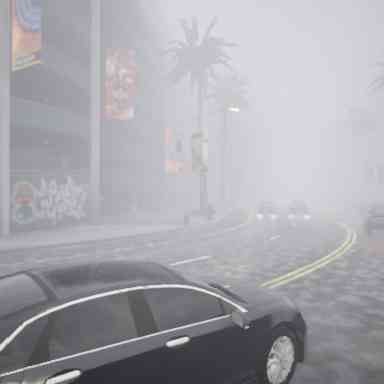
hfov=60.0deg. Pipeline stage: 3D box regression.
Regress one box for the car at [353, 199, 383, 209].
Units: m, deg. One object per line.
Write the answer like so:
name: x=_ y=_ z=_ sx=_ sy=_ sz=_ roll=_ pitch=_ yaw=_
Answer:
car: x=18.548 y=1.699 z=33.919 sx=2.128 sy=1.511 sz=4.902 roll=0 pitch=0 yaw=12

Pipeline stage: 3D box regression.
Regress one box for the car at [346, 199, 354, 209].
car: x=24.926 y=1.789 z=50.715 sx=2.231 sy=1.521 sz=4.892 roll=0 pitch=0 yaw=11

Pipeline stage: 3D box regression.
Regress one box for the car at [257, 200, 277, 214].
car: x=8.564 y=1.729 z=38.236 sx=1.837 sy=1.490 sz=4.892 roll=0 pitch=0 yaw=11

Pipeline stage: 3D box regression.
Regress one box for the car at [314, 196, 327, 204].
car: x=30.536 y=1.830 z=79.550 sx=2.185 sy=1.767 sz=4.553 roll=0 pitch=0 yaw=11

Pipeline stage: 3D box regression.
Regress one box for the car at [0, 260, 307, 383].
car: x=-0.701 y=1.526 z=3.580 sx=4.892 sy=1.490 sz=1.837 roll=0 pitch=0 yaw=-38

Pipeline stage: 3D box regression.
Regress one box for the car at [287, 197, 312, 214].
car: x=12.077 y=1.578 z=37.958 sx=2.097 sy=1.767 sz=4.553 roll=0 pitch=0 yaw=11

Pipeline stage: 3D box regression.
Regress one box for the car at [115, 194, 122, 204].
car: x=-10.768 y=1.304 z=50.000 sx=2.435 sy=2.045 sz=5.566 roll=0 pitch=0 yaw=11

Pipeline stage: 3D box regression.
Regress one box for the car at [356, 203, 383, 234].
car: x=11.094 y=1.612 z=19.461 sx=2.128 sy=1.511 sz=4.902 roll=0 pitch=0 yaw=24
